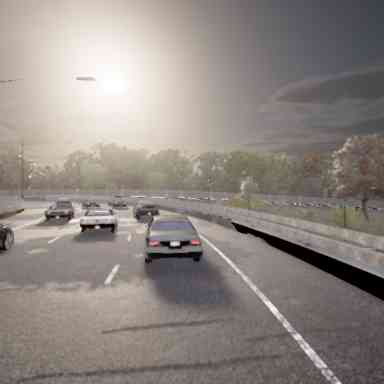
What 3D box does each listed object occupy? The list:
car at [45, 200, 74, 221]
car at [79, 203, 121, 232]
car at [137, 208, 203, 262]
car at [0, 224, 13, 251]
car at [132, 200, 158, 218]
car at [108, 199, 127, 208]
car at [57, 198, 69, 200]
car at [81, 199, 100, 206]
[{"bbox_3d":[-10.882,1.624,27.620,1.895,1.301,4.718,0,0,-15],"label":"car"},{"bbox_3d":[-5.532,1.606,20.176,1.895,1.301,4.718,0,0,-11],"label":"car"},{"bbox_3d":[-0.800,1.538,12.092,2.033,1.411,5.357,0,0,-7],"label":"car"},{"bbox_3d":[-7.841,1.532,11.331,1.837,1.490,4.892,0,0,-7],"label":"car"},{"bbox_3d":[-4.115,1.492,29.304,1.837,1.490,4.892,0,0,-15],"label":"car"},{"bbox_3d":[-10.761,1.602,47.492,1.895,1.301,4.718,0,0,-25],"label":"car"},{"bbox_3d":[-17.969,1.515,46.154,1.882,1.535,5.008,0,0,-26],"label":"car"},{"bbox_3d":[-14.369,1.620,46.917,1.895,1.301,4.718,0,0,-26],"label":"car"}]
